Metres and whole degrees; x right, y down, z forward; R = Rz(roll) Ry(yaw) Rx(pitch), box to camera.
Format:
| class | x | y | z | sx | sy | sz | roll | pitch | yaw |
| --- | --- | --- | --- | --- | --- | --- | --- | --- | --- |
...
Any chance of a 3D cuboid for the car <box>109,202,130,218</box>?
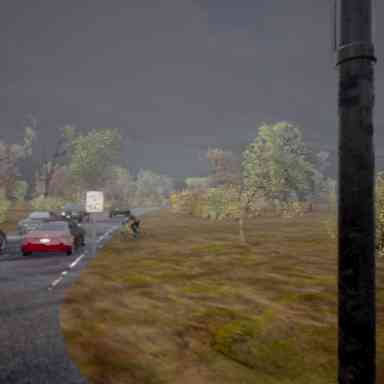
| class | x | y | z | sx | sy | sz | roll | pitch | yaw |
| --- | --- | --- | --- | --- | --- | --- | --- | --- | --- |
| car | -9.552 | 2.303 | 43.981 | 2.150 | 2.045 | 5.566 | 1 | -1 | -5 |

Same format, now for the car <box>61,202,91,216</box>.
| class | x | y | z | sx | sy | sz | roll | pitch | yaw |
| --- | --- | --- | --- | --- | --- | --- | --- | --- | --- |
| car | -11.683 | 1.999 | 33.378 | 2.150 | 2.045 | 5.566 | 1 | -2 | -6 |

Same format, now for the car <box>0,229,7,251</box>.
| class | x | y | z | sx | sy | sz | roll | pitch | yaw |
| --- | --- | --- | --- | --- | --- | --- | --- | --- | --- |
| car | -8.985 | 1.832 | 13.041 | 1.994 | 1.385 | 4.181 | 1 | -2 | -8 |

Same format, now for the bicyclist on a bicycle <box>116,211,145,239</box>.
| class | x | y | z | sx | sy | sz | roll | pitch | yaw |
| --- | --- | --- | --- | --- | --- | --- | --- | --- | --- |
| bicyclist on a bicycle | -3.575 | 1.942 | 19.409 | 1.656 | 1.620 | 0.582 | 0 | -1 | -8 |

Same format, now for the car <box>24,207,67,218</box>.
| class | x | y | z | sx | sy | sz | roll | pitch | yaw |
| --- | --- | --- | --- | --- | --- | --- | --- | --- | --- |
| car | -10.462 | 2.046 | 23.175 | 1.812 | 1.442 | 4.674 | 1 | -2 | -7 |

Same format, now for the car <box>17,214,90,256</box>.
| class | x | y | z | sx | sy | sz | roll | pitch | yaw |
| --- | --- | --- | --- | --- | --- | --- | --- | --- | --- |
| car | -6.025 | 1.910 | 14.908 | 1.994 | 1.385 | 4.181 | 1 | -2 | -9 |
